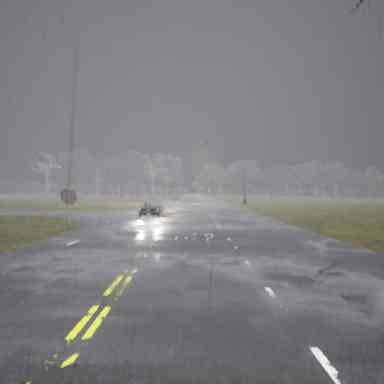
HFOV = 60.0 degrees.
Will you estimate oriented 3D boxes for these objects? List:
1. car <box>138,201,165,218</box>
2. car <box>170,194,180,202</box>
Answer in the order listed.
[{"bbox_3d":[-3.490,1.483,28.984,1.895,1.301,4.718,1,0,0],"label":"car"},{"bbox_3d":[-3.678,1.257,71.317,1.837,1.490,4.892,0,0,0],"label":"car"}]
